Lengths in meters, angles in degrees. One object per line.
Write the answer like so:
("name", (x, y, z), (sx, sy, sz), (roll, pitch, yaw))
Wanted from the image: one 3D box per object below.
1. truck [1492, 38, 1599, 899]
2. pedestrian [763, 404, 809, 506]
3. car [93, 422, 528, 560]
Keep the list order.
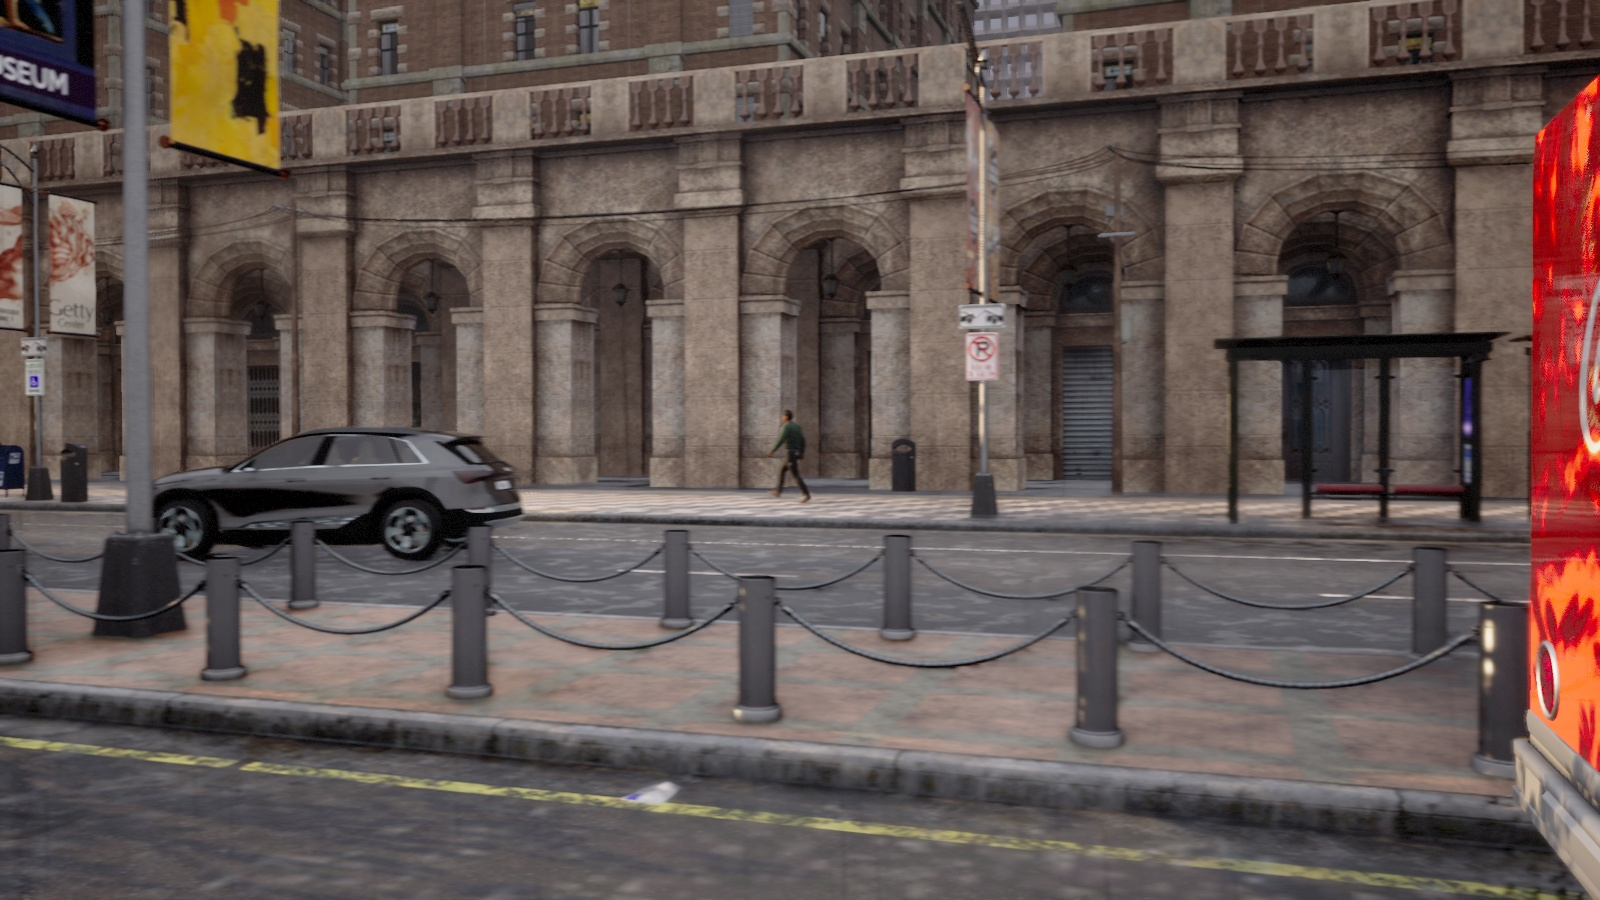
("truck", (4.188, 0.328, 1.784), (5.204, 2.467, 2.627), (1, 1, 19))
("pedestrian", (-0.280, 0.090, 24.510), (0.788, 1.949, 0.423), (1, 1, 28))
("car", (-6.204, 0.472, 16.288), (4.856, 1.649, 2.033), (0, 1, 5))
